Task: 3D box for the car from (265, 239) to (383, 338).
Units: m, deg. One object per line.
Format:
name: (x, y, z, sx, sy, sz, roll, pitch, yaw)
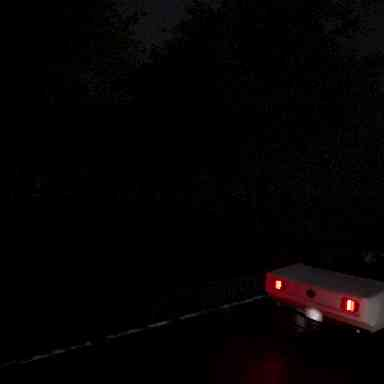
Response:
car: (3.672, 1.580, 6.368, 4.718, 1.301, 1.895, 0, 0, -35)
